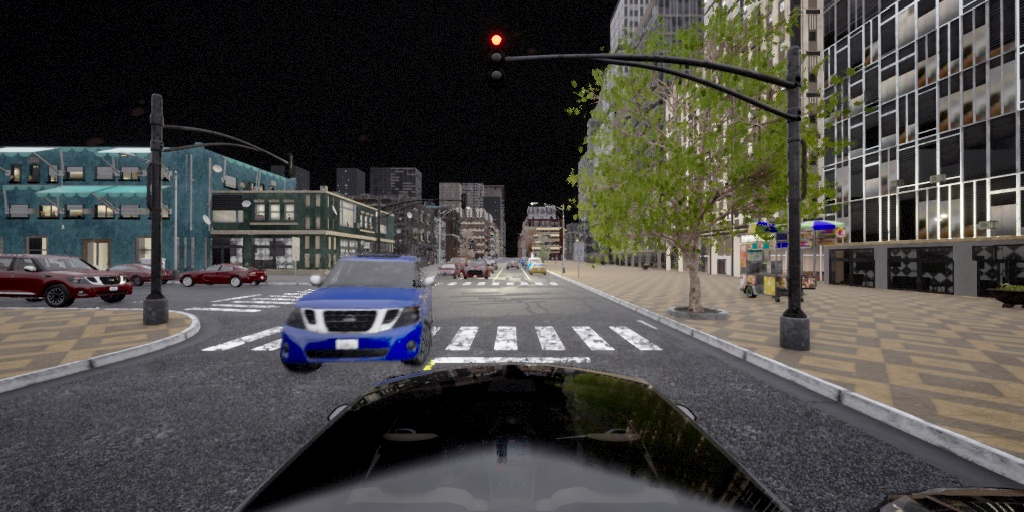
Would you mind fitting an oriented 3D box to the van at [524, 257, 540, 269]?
[{"bbox_3d":[2.715,1.096,43.604,1.690,1.789,3.998,0,0,0],"label":"van"}]

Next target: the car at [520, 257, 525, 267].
[{"bbox_3d":[2.720,1.307,54.706,2.007,1.370,4.403,0,0,0],"label":"car"}]

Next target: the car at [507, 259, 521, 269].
[{"bbox_3d":[0.133,1.304,57.174,2.033,1.411,5.357,0,0,0],"label":"car"}]

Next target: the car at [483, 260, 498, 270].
[{"bbox_3d":[-3.062,1.282,52.197,1.812,1.442,4.674,0,0,0],"label":"car"}]

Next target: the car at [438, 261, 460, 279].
[{"bbox_3d":[-5.672,1.335,32.504,1.802,1.307,4.207,0,0,0],"label":"car"}]

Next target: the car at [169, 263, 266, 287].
[{"bbox_3d":[-17.265,1.122,21.502,4.507,1.381,1.888,0,0,-1],"label":"car"}]

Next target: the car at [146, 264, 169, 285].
[{"bbox_3d":[-22.809,1.090,21.427,4.207,1.307,1.802,0,0,-1],"label":"car"}]

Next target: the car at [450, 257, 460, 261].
[{"bbox_3d":[-5.669,1.069,38.055,2.192,1.841,5.009,0,0,0],"label":"car"}]

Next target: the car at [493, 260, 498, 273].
[{"bbox_3d":[-3.077,1.319,42.115,1.994,1.385,4.181,0,0,0],"label":"car"}]

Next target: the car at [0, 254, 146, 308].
[{"bbox_3d":[-17.151,0.850,13.122,5.009,1.841,2.192,0,0,-1],"label":"car"}]

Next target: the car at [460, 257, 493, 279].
[{"bbox_3d":[-3.082,1.105,32.201,2.097,1.767,4.553,0,0,0],"label":"car"}]

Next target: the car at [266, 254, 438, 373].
[{"bbox_3d":[-2.947,0.972,8.096,2.150,2.045,5.566,1,0,-10],"label":"car"}]

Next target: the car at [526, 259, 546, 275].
[{"bbox_3d":[2.711,1.279,38.223,1.751,1.417,4.829,0,0,0],"label":"car"}]
